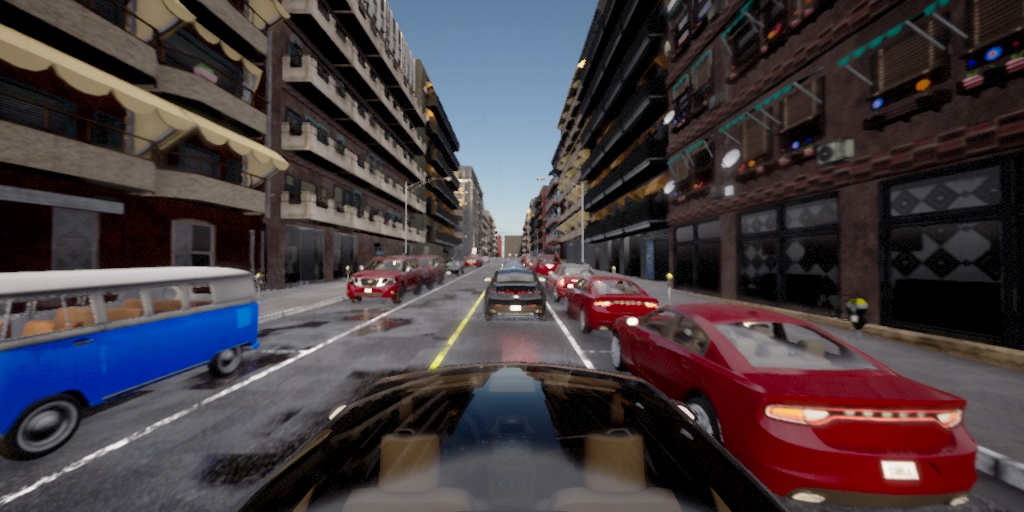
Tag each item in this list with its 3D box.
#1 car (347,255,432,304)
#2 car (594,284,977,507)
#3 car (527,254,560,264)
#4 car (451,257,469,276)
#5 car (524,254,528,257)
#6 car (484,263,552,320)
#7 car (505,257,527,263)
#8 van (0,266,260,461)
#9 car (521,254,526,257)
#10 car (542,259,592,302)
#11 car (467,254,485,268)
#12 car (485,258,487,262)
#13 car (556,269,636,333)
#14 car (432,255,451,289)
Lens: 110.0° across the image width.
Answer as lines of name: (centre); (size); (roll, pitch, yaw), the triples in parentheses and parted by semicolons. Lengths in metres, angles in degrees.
car: (-5.314, 0.927, 15.740); (2.192, 1.841, 5.009); (0, 0, 0)
car: (2.568, 1.267, 4.618); (1.888, 1.381, 4.507); (0, 0, 0)
car: (2.535, 0.826, 26.740); (2.192, 1.841, 5.009); (0, 0, 0)
car: (-5.313, 1.026, 32.331); (1.948, 1.339, 4.313); (0, 0, 0)
car: (2.536, 0.856, 37.802); (1.967, 1.591, 4.097); (0, 0, 0)
car: (0.100, 1.151, 12.210); (1.837, 1.490, 4.892); (0, 1, 0)
car: (0.103, 1.027, 30.286); (2.033, 1.411, 5.357); (0, 1, 0)
van: (-5.315, 1.060, 4.680); (1.690, 1.789, 3.998); (0, 0, 0)
car: (2.537, 0.563, 59.926); (2.192, 1.841, 5.009); (0, 0, 0)
car: (2.576, 1.054, 15.679); (1.967, 1.591, 4.097); (0, 0, 0)
car: (-5.312, 0.641, 48.919); (2.192, 1.841, 5.009); (0, 0, 0)
car: (-5.311, 0.830, 54.451); (1.888, 1.381, 4.507); (0, 0, 0)
car: (2.568, 1.212, 10.147); (1.888, 1.381, 4.507); (0, 0, 0)
car: (-5.314, 0.875, 21.269); (2.192, 1.841, 5.009); (0, 0, 0)
